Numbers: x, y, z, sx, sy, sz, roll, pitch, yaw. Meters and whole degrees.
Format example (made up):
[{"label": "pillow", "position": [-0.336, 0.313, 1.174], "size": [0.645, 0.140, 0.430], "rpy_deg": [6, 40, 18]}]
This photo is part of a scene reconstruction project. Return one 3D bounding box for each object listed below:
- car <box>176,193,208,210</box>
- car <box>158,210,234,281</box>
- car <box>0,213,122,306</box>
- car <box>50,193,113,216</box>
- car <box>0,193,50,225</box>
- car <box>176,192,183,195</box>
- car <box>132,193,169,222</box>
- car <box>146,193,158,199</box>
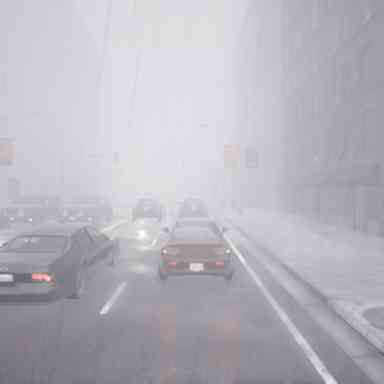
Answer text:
[{"label": "car", "position": [0.104, 1.192, 25.265], "size": [2.097, 1.767, 4.553], "rpy_deg": [0, 0, 0]}, {"label": "car", "position": [0.102, 1.468, 9.567], "size": [1.812, 1.442, 4.674], "rpy_deg": [0, 0, 0]}, {"label": "car", "position": [-3.160, 1.497, 8.167], "size": [2.033, 1.411, 5.357], "rpy_deg": [0, 0, 1]}, {"label": "car", "position": [-6.584, 1.091, 21.083], "size": [2.150, 2.045, 5.566], "rpy_deg": [0, 0, 0]}, {"label": "car", "position": [-9.835, 1.091, 20.931], "size": [2.150, 2.045, 5.566], "rpy_deg": [0, 0, 0]}, {"label": "car", "position": [-3.235, 0.935, 86.408], "size": [1.994, 1.385, 4.181], "rpy_deg": [0, 0, 0]}, {"label": "car", "position": [-3.145, 1.192, 25.143], "size": [2.097, 1.767, 4.553], "rpy_deg": [0, 0, 0]}, {"label": "car", "position": [-9.737, 0.956, 81.217], "size": [2.128, 1.511, 4.902], "rpy_deg": [0, 0, 0]}]
